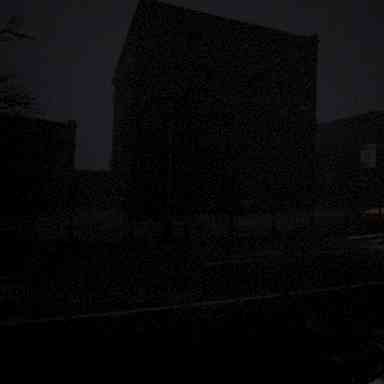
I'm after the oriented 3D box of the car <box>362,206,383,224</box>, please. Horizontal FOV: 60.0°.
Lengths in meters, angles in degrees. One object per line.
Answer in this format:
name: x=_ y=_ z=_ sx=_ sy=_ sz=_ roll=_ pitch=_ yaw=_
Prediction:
car: x=12.481 y=1.134 z=19.685 sx=5.366 sy=1.575 sz=1.946 roll=-1 pitch=0 yaw=-23
